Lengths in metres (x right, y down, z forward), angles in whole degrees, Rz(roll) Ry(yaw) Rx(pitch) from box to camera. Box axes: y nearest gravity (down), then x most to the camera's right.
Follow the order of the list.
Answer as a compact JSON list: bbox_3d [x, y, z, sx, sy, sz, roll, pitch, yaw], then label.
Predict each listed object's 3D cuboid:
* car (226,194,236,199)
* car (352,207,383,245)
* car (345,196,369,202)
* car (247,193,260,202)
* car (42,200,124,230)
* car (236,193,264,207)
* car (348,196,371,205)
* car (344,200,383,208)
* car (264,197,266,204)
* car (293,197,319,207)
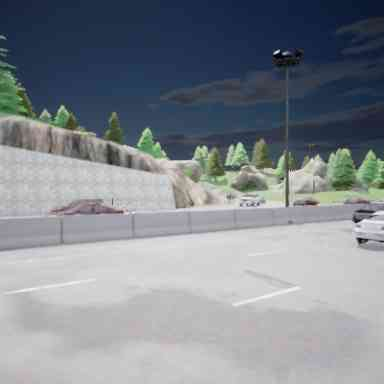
[{"bbox_3d":[11.484,1.270,94.786,2.128,1.511,4.902,0,1,-19],"label":"car"},{"bbox_3d":[8.823,1.527,14.341,4.674,1.442,1.812,0,0,-36],"label":"car"},{"bbox_3d":[25.984,1.529,52.574,4.674,1.442,1.812,0,0,-35],"label":"car"},{"bbox_3d":[14.625,1.213,79.789,2.150,2.045,5.566,0,0,0],"label":"car"},{"bbox_3d":[-6.683,1.477,20.765,5.008,1.535,1.882,0,0,-36],"label":"car"},{"bbox_3d":[9.374,1.223,53.365,2.150,2.045,5.566,0,0,27],"label":"car"},{"bbox_3d":[30.142,1.529,59.770,4.674,1.442,1.812,0,0,-36],"label":"car"},{"bbox_3d":[12.060,1.493,20.949,4.902,1.511,2.128,0,0,-36],"label":"car"},{"bbox_3d":[13.650,1.603,65.707,1.895,1.301,4.718,0,0,12],"label":"car"},{"bbox_3d":[17.455,1.527,50.772,4.674,1.442,1.812,0,0,-35],"label":"car"}]
